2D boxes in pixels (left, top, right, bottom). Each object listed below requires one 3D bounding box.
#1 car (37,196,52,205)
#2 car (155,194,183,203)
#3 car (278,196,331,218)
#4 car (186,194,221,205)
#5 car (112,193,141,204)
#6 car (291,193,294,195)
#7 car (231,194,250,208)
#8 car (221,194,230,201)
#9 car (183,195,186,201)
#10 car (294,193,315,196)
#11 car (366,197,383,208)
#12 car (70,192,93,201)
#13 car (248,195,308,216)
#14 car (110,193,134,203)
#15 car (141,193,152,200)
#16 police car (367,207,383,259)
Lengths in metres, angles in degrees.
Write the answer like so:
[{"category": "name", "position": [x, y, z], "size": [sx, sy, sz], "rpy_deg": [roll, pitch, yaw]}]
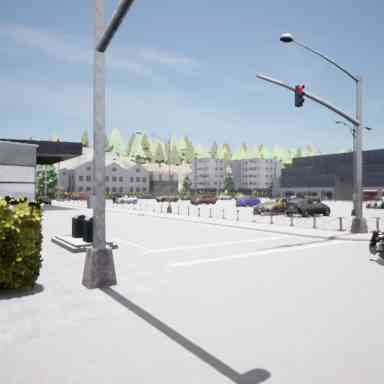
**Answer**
[{"category": "car", "position": [-25.230, 1.491, 56.513], "size": [2.128, 1.511, 4.902], "rpy_deg": [0, 0, -35]}, {"category": "car", "position": [-4.698, 1.096, 63.853], "size": [4.605, 1.855, 1.932], "rpy_deg": [0, 0, -35]}, {"category": "car", "position": [9.883, 1.338, 28.375], "size": [4.514, 1.523, 2.007], "rpy_deg": [0, 0, -35]}, {"category": "car", "position": [1.855, 1.296, 53.236], "size": [4.514, 1.523, 2.007], "rpy_deg": [0, 0, -35]}, {"category": "car", "position": [-11.626, 1.360, 58.964], "size": [3.806, 1.475, 1.970], "rpy_deg": [0, 0, -35]}, {"category": "car", "position": [18.678, 1.074, 60.753], "size": [3.866, 1.878, 1.905], "rpy_deg": [0, 0, -35]}, {"category": "car", "position": [7.546, 1.318, 45.021], "size": [3.633, 1.501, 1.845], "rpy_deg": [0, 0, -35]}, {"category": "car", "position": [7.406, 1.229, 76.314], "size": [3.806, 1.475, 1.970], "rpy_deg": [0, 0, -35]}, {"category": "car", "position": [-0.470, 1.296, 75.277], "size": [4.514, 1.523, 2.007], "rpy_deg": [0, 0, -35]}, {"category": "car", "position": [20.681, 1.094, 58.608], "size": [4.605, 1.855, 1.932], "rpy_deg": [0, 0, -35]}, {"category": "car", "position": [23.426, 1.382, 41.489], "size": [3.806, 1.475, 1.970], "rpy_deg": [0, 0, -35]}, {"category": "car", "position": [-26.540, 1.032, 80.203], "size": [5.566, 2.045, 2.150], "rpy_deg": [0, 0, -35]}, {"category": "car", "position": [8.043, 1.329, 30.916], "size": [5.027, 1.636, 2.152], "rpy_deg": [0, 0, -35]}, {"category": "car", "position": [-13.030, 1.075, 62.039], "size": [3.866, 1.878, 1.905], "rpy_deg": [0, 0, -35]}, {"category": "car", "position": [-13.033, 1.161, 89.590], "size": [4.553, 1.767, 2.097], "rpy_deg": [0, 0, -35]}, {"category": "police car", "position": [7.598, 1.425, 8.905], "size": [1.930, 1.638, 5.238], "rpy_deg": [0, 0, -35]}]
